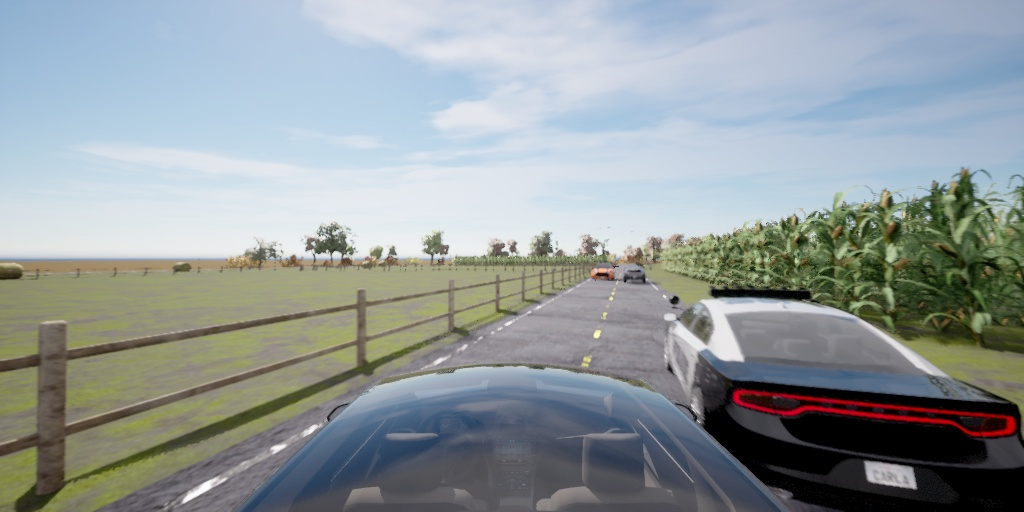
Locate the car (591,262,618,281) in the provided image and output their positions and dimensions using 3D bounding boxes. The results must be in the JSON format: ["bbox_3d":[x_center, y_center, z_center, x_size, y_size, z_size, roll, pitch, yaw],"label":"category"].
[{"bbox_3d":[9.149,1.497,35.784,2.097,1.767,4.553,0,-1,18],"label":"car"}]

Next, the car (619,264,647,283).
[{"bbox_3d":[11.003,1.599,32.279,2.128,1.511,4.902,0,-1,18],"label":"car"}]

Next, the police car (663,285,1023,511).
[{"bbox_3d":[3.183,1.212,4.746,1.930,1.638,5.238,0,-1,18],"label":"police car"}]
